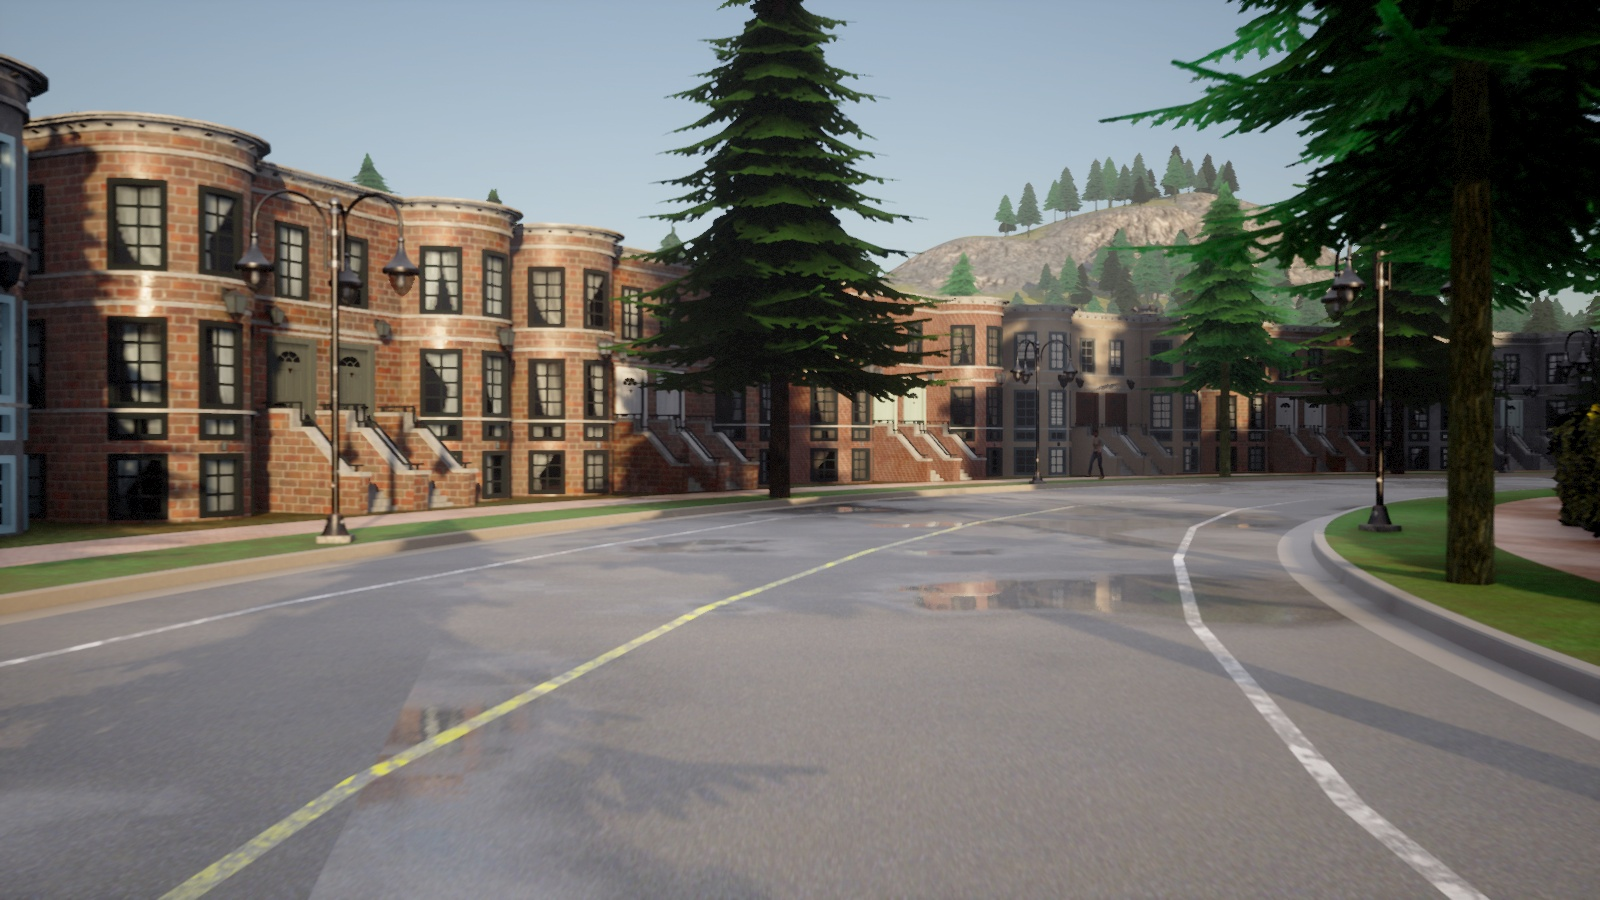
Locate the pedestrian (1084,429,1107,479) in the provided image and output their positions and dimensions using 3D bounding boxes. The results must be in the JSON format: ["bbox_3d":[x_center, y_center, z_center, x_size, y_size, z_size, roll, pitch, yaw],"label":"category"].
[{"bbox_3d":[10.751,0.156,45.659,0.869,1.805,0.328,0,0,-37],"label":"pedestrian"}]
